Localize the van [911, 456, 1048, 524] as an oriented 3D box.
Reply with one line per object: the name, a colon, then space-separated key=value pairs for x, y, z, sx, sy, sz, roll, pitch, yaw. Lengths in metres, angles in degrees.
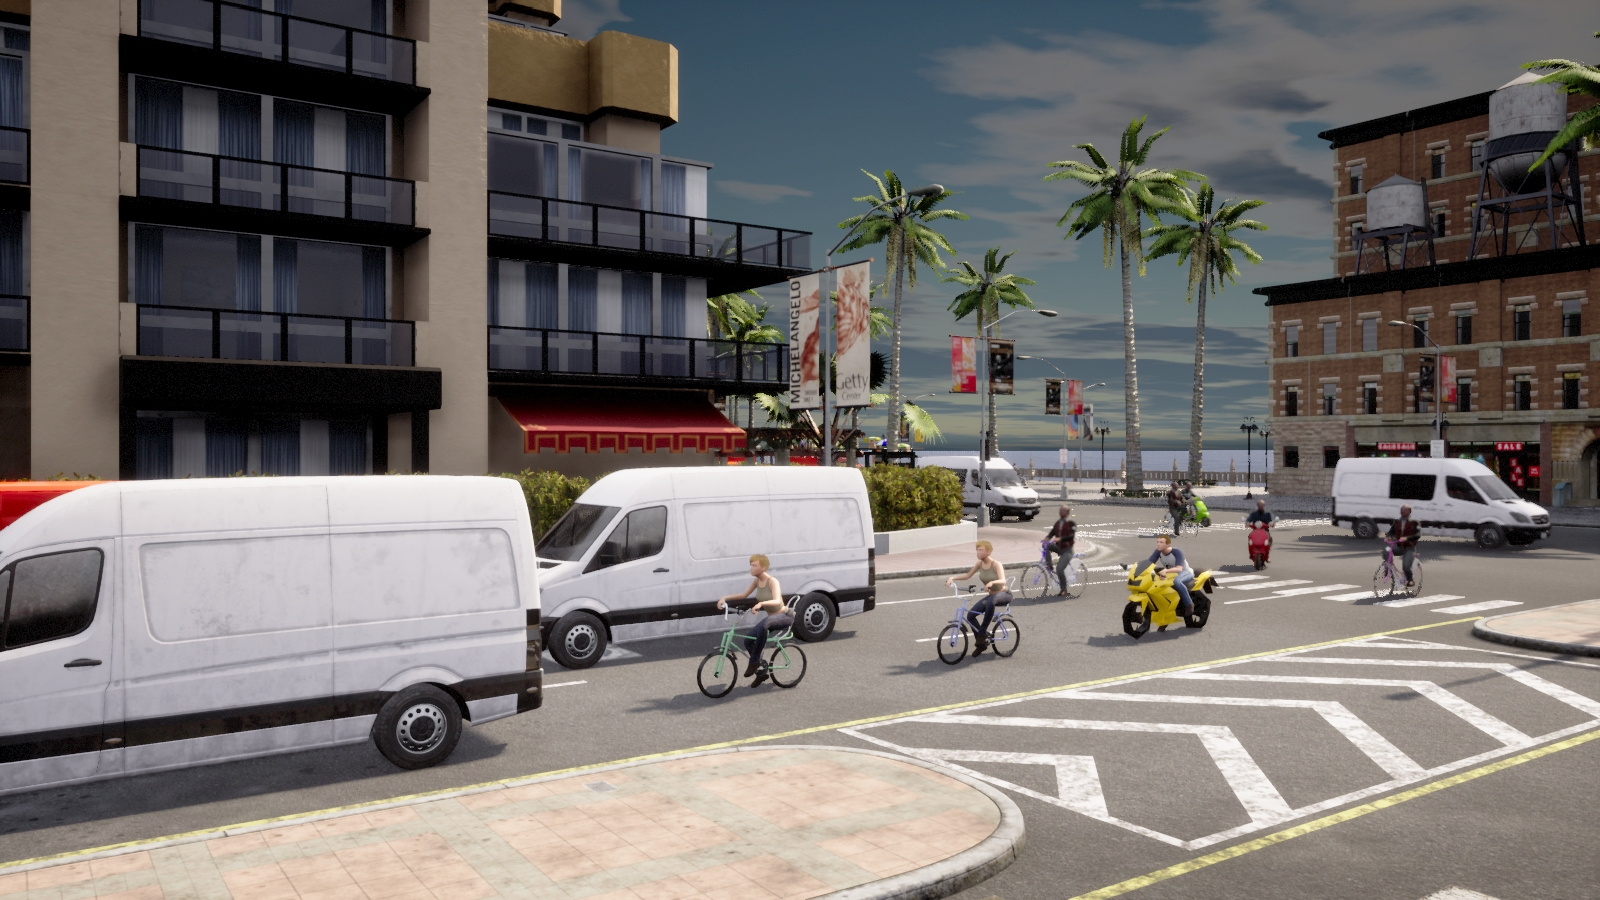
van: x=7.180 y=1.534 z=46.397 sx=1.988 sy=2.561 sz=5.915 roll=0 pitch=0 yaw=-34

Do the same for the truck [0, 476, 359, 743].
truck: x=-7.827 y=1.568 z=12.387 sx=5.204 sy=2.467 sz=2.627 roll=0 pitch=0 yaw=-35

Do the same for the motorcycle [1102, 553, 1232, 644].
motorcycle: x=5.572 y=2.213 z=17.294 sx=2.033 sy=1.145 sz=0.803 roll=0 pitch=0 yaw=-34

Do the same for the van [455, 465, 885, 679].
van: x=-1.725 y=1.534 z=16.503 sx=5.915 sy=2.561 sz=1.988 roll=0 pitch=0 yaw=-34

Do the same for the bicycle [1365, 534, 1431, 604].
bicycle: x=11.220 y=2.210 z=21.416 sx=1.835 sy=1.171 sz=0.329 roll=0 pitch=0 yaw=-37

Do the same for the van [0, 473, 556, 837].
van: x=-5.288 y=1.534 z=9.874 sx=5.915 sy=2.561 sz=1.988 roll=0 pitch=0 yaw=-34

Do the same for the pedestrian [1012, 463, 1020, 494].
pedestrian: x=13.088 y=1.696 z=69.235 sx=0.375 sy=1.860 sz=0.375 roll=0 pitch=0 yaw=42

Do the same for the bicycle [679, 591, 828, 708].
bicycle: x=-0.533 y=2.256 z=13.140 sx=1.487 sy=1.080 sz=0.859 roll=0 pitch=0 yaw=-35

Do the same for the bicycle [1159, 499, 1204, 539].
bicycle: x=12.252 y=2.210 z=36.718 sx=0.329 sy=1.171 sz=1.835 roll=-1 pitch=0 yaw=-17

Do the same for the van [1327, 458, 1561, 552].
van: x=19.307 y=1.534 z=34.584 sx=1.988 sy=2.561 sz=5.915 roll=0 pitch=0 yaw=-34
